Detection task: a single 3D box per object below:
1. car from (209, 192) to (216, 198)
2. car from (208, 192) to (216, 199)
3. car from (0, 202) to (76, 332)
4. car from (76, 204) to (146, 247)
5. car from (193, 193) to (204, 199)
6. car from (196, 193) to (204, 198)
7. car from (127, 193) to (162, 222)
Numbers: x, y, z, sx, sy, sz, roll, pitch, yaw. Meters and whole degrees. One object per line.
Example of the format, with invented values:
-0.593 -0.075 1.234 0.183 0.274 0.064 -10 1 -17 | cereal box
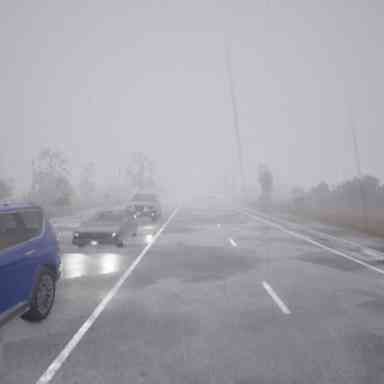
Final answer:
5.738 0.900 94.209 1.837 1.490 4.892 0 0 6 | car
4.914 1.111 84.012 1.812 1.442 4.674 0 0 4 | car
-3.594 1.200 4.255 2.150 2.045 5.566 0 0 0 | car
-3.589 1.475 14.869 2.033 1.411 5.357 0 0 0 | car
1.417 0.939 84.184 2.097 1.767 4.553 0 0 4 | car
2.214 0.905 94.123 1.812 1.442 4.674 0 0 6 | car
-3.575 1.098 25.430 2.150 2.045 5.566 0 0 1 | car
